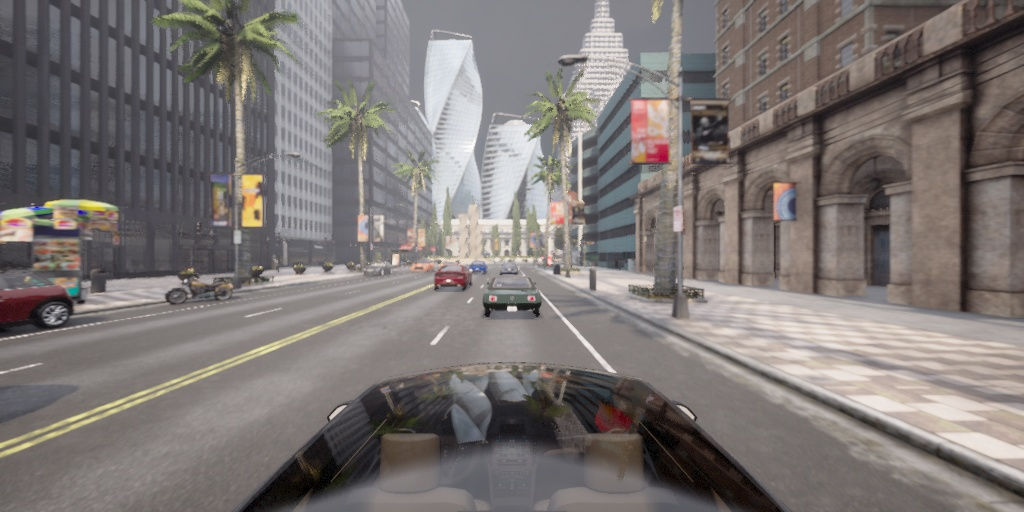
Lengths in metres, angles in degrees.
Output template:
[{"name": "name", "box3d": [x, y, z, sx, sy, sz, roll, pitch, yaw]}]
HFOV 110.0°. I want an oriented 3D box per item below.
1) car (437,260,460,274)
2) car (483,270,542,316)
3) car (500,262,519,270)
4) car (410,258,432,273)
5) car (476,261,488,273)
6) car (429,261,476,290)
[{"name": "car", "box3d": [-7.554, 1.281, 43.050, 1.882, 1.535, 5.008, 0, 0, -1]}, {"name": "car", "box3d": [-0.018, 1.365, 13.437, 1.895, 1.301, 4.718, 0, 0, -1]}, {"name": "car", "box3d": [-0.278, 1.338, 35.772, 2.033, 1.411, 5.357, 0, 0, -1]}, {"name": "car", "box3d": [-11.066, 1.158, 44.484, 2.097, 1.767, 4.553, 0, 0, 0]}, {"name": "car", "box3d": [-3.847, 1.277, 41.713, 1.882, 1.535, 5.008, 0, 0, -1]}, {"name": "car", "box3d": [-3.626, 1.255, 22.798, 1.882, 1.535, 5.008, 0, 0, -1]}]
